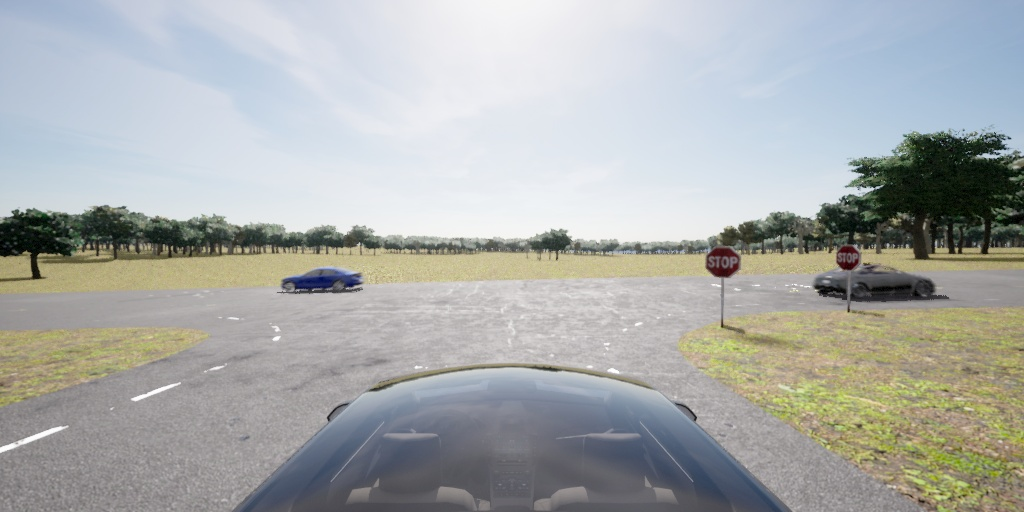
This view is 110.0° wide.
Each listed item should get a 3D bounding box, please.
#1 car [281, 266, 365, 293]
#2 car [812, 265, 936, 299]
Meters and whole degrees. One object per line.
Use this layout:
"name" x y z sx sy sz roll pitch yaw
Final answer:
"car" -12.209 1.467 23.221 5.008 1.535 1.882 -2 2 0
"car" 16.072 1.074 16.054 4.181 1.385 1.994 -1 2 0
